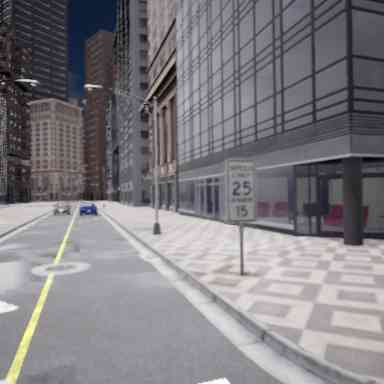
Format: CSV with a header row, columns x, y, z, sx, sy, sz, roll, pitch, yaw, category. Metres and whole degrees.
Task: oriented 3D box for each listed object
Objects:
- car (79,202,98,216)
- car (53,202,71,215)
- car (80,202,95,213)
x,y,z,sx,sy,sz,roll,pitch,yaw,category
-12.031,1.964,38.700,1.882,1.535,5.008,-1,0,-18,car
-16.197,2.068,41.704,2.128,1.511,4.902,-1,0,-18,car
-15.170,2.172,48.181,1.994,1.385,4.181,-1,0,-18,car
